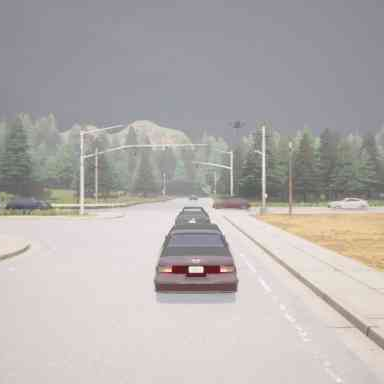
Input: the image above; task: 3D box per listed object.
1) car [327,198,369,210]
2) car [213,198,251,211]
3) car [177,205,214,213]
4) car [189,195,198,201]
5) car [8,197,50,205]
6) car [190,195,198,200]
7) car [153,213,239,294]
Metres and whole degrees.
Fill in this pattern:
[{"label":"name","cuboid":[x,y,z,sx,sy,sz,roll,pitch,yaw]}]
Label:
[{"label":"car","cuboid":[18.778,1.435,40.093,4.674,1.442,1.812,0,0,1]},{"label":"car","cuboid":[4.778,1.477,40.203,4.674,1.442,1.812,0,0,-3]},{"label":"car","cuboid":[0.070,1.535,19.534,1.994,1.385,4.181,0,0,1]},{"label":"car","cuboid":[0.277,1.479,81.817,1.895,1.301,4.718,0,0,2]},{"label":"car","cuboid":[-18.034,1.388,37.100,4.553,1.767,2.097,0,0,1]},{"label":"car","cuboid":[0.645,1.421,91.797,1.994,1.385,4.181,0,0,2]},{"label":"car","cuboid":[0.085,1.538,8.927,2.033,1.411,5.357,0,0,0]}]
